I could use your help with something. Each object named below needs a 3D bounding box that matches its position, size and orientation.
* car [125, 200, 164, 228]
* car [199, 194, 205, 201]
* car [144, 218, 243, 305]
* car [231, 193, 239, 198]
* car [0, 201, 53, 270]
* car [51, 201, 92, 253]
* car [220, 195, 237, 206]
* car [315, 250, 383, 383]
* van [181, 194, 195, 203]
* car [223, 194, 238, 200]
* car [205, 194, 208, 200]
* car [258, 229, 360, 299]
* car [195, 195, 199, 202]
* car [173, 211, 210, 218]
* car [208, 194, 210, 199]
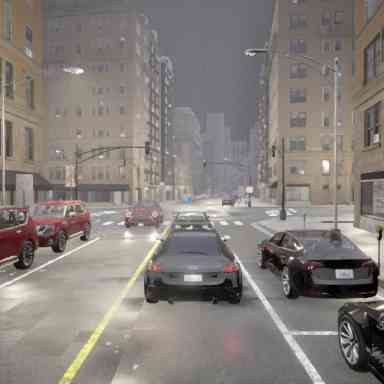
[{"bbox_3d":[-3.034,1.342,21.932,2.097,1.767,4.553,0,0,0],"label":"car"},{"bbox_3d":[1.416,1.399,80.918,1.752,1.417,4.829,0,0,9],"label":"car"},{"bbox_3d":[0.038,1.561,8.165,1.994,1.385,4.181,0,0,0],"label":"car"},{"bbox_3d":[10.706,1.196,85.214,2.192,1.841,5.009,0,0,9],"label":"car"},{"bbox_3d":[-5.687,1.313,8.260,2.192,1.841,5.009,-1,0,0],"label":"car"},{"bbox_3d":[-5.696,1.310,13.768,2.192,1.841,5.009,-1,0,0],"label":"car"},{"bbox_3d":[5.663,1.509,52.622,1.947,1.339,4.313,0,0,9],"label":"car"},{"bbox_3d":[2.851,1.565,2.775,1.947,1.339,4.313,-1,0,0],"label":"car"},{"bbox_3d":[-1.082,1.245,64.789,1.690,1.788,3.998,0,0,9],"label":"van"},{"bbox_3d":[7.345,1.483,63.486,1.947,1.339,4.313,0,0,9],"label":"car"},{"bbox_3d":[2.283,1.449,86.518,1.802,1.307,4.206,0,0,9],"label":"car"},{"bbox_3d":[2.841,1.563,8.282,1.947,1.339,4.313,-1,0,0],"label":"car"},{"bbox_3d":[-0.240,1.332,70.222,1.967,1.590,4.097,0,0,9],"label":"car"},{"bbox_3d":[-0.023,1.594,16.979,1.895,1.301,4.718,0,0,0],"label":"car"},{"bbox_3d":[3.123,1.303,91.951,1.967,1.590,4.097,0,0,9],"label":"car"}]
